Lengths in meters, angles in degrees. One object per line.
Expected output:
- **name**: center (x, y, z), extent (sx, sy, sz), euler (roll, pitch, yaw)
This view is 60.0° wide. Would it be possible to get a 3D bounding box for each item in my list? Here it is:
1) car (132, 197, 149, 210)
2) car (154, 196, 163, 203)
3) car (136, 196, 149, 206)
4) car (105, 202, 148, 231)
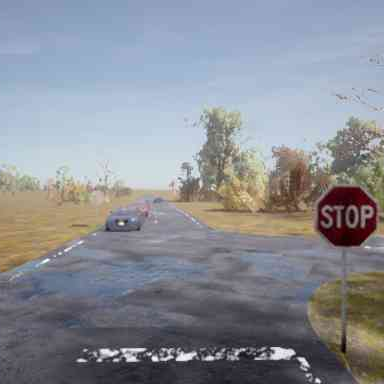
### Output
- **car**: center (-5.026, 1.508, 31.311), extent (1.812, 1.442, 4.674), euler (0, 0, -7)
- **car**: center (-6.973, 1.482, 69.344), extent (1.812, 1.442, 4.674), euler (0, 0, -8)
- **car**: center (-8.113, 1.458, 54.683), extent (2.128, 1.511, 4.902), euler (0, 0, -7)
- **car**: center (-3.979, 1.554, 20.201), extent (1.994, 1.385, 4.181), euler (0, 0, -3)
